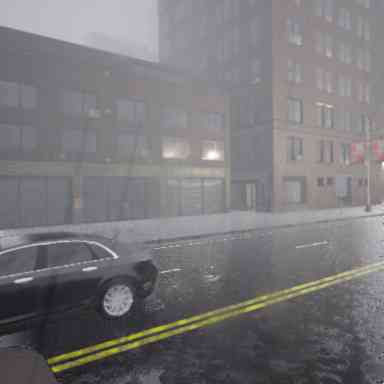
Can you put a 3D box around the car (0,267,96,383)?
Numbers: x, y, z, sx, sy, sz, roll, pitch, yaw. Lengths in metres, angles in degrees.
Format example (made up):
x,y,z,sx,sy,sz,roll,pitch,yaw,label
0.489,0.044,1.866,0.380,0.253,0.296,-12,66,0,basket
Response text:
x,y,z,sx,sy,sz,roll,pitch,yaw,label
-3.166,1.583,1.165,5.357,1.411,2.033,-1,1,-36,car

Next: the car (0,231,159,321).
x,y,z,sx,sy,sz,roll,pitch,yaw,label
-2.916,1.493,5.601,4.892,1.490,1.837,-1,1,-36,car
